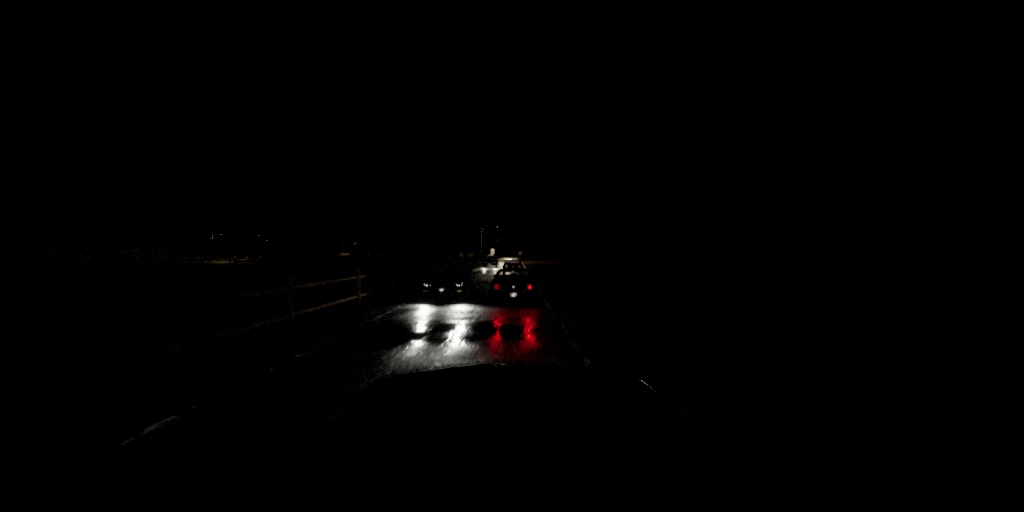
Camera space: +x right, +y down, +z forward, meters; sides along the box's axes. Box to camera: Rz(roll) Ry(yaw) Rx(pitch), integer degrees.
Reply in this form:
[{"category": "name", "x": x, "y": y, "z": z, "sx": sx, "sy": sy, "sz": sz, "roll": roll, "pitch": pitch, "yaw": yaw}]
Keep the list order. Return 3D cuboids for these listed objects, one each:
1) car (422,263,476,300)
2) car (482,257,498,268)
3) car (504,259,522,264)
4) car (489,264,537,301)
[{"category": "car", "x": -2.766, "y": 1.094, "z": 16.575, "sx": 1.837, "sy": 1.490, "sz": 4.892, "roll": 0, "pitch": 0, "yaw": 0}, {"category": "car", "x": -2.800, "y": 0.798, "z": 47.522, "sx": 1.812, "sy": 1.442, "sz": 4.674, "roll": 0, "pitch": 1, "yaw": 0}, {"category": "car", "x": 0.097, "y": 0.992, "z": 35.581, "sx": 1.895, "sy": 1.301, "sz": 4.718, "roll": 0, "pitch": 0, "yaw": 0}, {"category": "car", "x": 0.066, "y": 1.194, "z": 16.017, "sx": 1.895, "sy": 1.301, "sz": 4.718, "roll": 0, "pitch": 1, "yaw": 0}]
